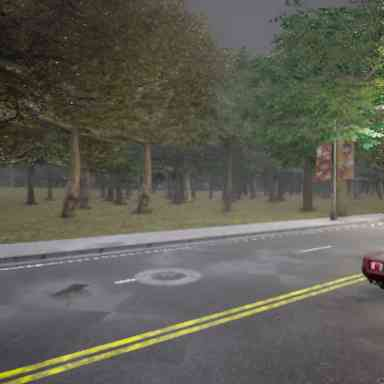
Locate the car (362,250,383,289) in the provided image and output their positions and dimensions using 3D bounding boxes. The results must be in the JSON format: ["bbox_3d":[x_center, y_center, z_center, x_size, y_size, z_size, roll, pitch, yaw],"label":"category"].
[{"bbox_3d":[6.046,1.585,7.754,4.718,1.301,1.895,0,0,-35],"label":"car"}]
